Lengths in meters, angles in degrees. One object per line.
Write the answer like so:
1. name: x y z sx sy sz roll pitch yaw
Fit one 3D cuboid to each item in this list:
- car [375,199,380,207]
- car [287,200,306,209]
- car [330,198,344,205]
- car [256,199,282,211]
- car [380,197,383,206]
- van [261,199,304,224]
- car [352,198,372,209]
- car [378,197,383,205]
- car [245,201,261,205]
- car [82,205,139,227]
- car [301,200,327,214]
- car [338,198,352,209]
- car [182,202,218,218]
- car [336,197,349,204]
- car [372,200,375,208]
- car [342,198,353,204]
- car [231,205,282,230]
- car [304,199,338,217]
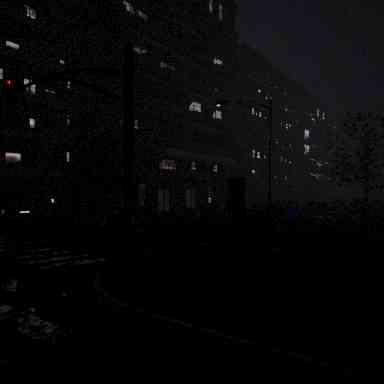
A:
1. car: 33.884 2.104 63.264 1.967 1.590 4.097 1 0 36
2. car: 17.291 1.974 54.884 1.802 1.307 4.206 1 0 36
3. car: 33.712 2.176 77.150 1.947 1.339 4.313 1 0 36
4. car: 10.725 1.743 45.977 1.967 1.590 4.097 1 0 36
5. car: 37.167 2.252 67.717 1.887 1.381 4.507 1 0 36
6. van: 7.613 1.647 27.637 1.690 1.788 3.998 1 0 36
7. car: 27.318 1.891 54.358 2.192 1.841 5.009 1 0 36
8. car: 47.022 2.150 81.078 2.192 1.841 5.009 1 0 36
9. car: 7.439 1.840 41.523 1.802 1.307 4.206 1 0 36
10. car: -5.697 1.626 23.710 2.008 1.369 4.403 1 0 36
11. car: 15.974 1.885 43.328 1.882 1.535 5.008 1 0 36
12. car: 24.020 2.064 54.263 2.033 1.411 5.357 1 0 37
13. car: 0.872 1.712 32.616 1.887 1.381 4.507 1 0 36
14. car: 36.997 2.093 81.604 1.967 1.590 4.097 1 0 36
15. car: 30.598 2.202 58.810 1.802 1.307 4.206 1 0 36
16. car: 40.179 2.220 85.920 1.752 1.417 4.829 1 0 36
17. car: 4.327 1.827 23.183 1.947 1.339 4.313 1 0 36
18. car: 14.180 1.837 36.544 1.967 1.590 4.097 1 0 36
